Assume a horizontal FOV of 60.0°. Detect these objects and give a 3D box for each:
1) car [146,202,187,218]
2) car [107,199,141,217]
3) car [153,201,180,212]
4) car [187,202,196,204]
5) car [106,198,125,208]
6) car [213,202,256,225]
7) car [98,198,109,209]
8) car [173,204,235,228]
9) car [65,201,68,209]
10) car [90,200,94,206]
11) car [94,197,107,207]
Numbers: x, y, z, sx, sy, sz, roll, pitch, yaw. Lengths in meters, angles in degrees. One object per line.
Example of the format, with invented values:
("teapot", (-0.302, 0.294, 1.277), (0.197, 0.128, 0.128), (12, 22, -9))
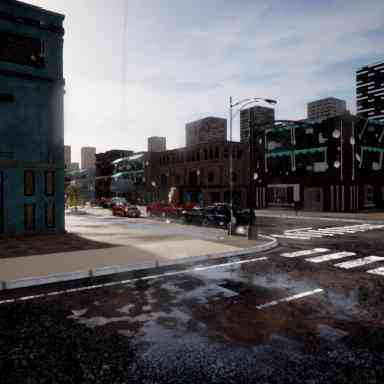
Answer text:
("car", (-2.983, 1.817, 34.610), (1.882, 1.535, 5.008), (-1, 0, -35))
("car", (-7.147, 1.846, 35.990), (1.967, 1.590, 4.097), (-1, 0, -35))
("car", (-3.504, 1.966, 45.352), (1.802, 1.307, 4.206), (-1, 0, -35))
("car", (-0.306, 1.903, 40.835), (1.802, 1.307, 4.206), (-2, 0, -35))
("car", (-8.830, 1.945, 42.891), (2.128, 1.511, 4.902), (-1, 0, -35))
("car", (2.879, 1.701, 26.335), (1.882, 1.535, 5.008), (-1, 0, -35))
("car", (-13.281, 2.119, 54.692), (1.994, 1.385, 4.181), (-1, 0, -35))
("car", (0.776, 1.814, 24.595), (1.947, 1.339, 4.313), (-1, 0, -35))
("car", (-23.041, 2.232, 58.437), (1.752, 1.417, 4.829), (-1, 0, -35))
("car", (-19.500, 2.227, 67.938), (1.887, 1.381, 4.507), (-1, 0, -35))
("car", (-16.306, 1.939, 63.420), (2.192, 1.841, 5.009), (-1, 0, -35))
